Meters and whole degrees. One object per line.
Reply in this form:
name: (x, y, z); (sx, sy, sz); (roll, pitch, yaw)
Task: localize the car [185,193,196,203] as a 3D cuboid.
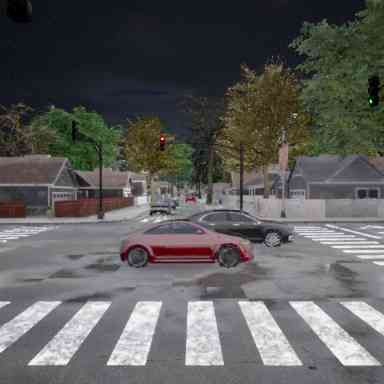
car: (-0.305, 1.300, 73.590); (2.150, 2.045, 5.566); (0, 0, 0)

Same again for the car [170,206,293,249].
car: (1.693, 1.488, 13.893); (4.892, 1.490, 1.837); (0, 0, 0)

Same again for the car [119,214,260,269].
car: (-0.183, 1.557, 10.645); (4.181, 1.385, 1.994); (0, 0, 0)

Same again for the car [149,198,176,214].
car: (-3.028, 1.568, 32.957); (2.033, 1.411, 5.357); (0, 0, 0)

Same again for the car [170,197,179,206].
car: (-3.008, 1.595, 42.846); (1.994, 1.385, 4.181); (0, 0, 0)

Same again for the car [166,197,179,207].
car: (-3.027, 1.569, 53.096); (1.812, 1.442, 4.674); (0, 0, 0)
